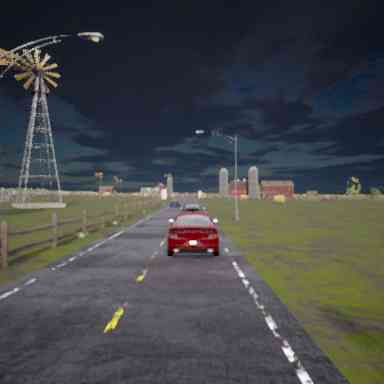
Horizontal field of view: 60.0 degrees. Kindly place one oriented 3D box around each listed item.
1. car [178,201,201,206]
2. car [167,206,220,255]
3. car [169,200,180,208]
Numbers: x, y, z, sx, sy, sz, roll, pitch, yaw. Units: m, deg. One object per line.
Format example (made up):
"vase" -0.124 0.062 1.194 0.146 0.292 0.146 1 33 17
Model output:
"car" 0.052 1.660 27.545 1.837 1.490 4.892 0 0 0
"car" 0.056 1.555 13.660 1.882 1.535 5.008 0 0 0
"car" -2.780 1.904 54.936 1.895 1.301 4.718 0 0 1
